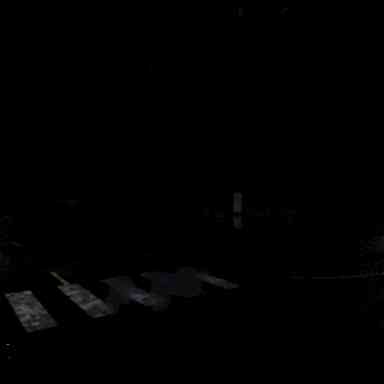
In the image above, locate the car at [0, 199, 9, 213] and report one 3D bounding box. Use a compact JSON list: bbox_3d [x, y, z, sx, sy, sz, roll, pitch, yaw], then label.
[{"bbox_3d":[-21.505,1.553,36.818,2.128,1.511,4.902,1,0,-36],"label":"car"}]
